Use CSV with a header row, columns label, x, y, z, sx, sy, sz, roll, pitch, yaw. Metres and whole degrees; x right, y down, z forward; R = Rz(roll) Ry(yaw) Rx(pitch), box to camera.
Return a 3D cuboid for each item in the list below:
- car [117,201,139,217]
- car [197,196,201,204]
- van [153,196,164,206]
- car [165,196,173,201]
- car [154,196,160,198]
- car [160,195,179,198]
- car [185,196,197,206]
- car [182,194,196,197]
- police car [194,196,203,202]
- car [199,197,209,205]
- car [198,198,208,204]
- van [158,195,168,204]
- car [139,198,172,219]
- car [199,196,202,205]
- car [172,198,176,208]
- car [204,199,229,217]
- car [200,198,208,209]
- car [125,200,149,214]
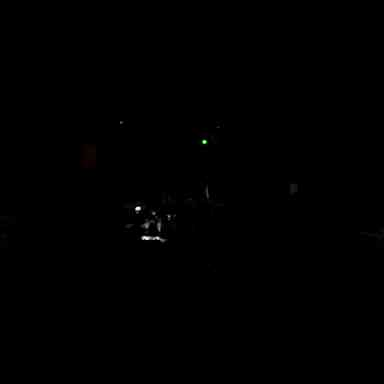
label,x,y,z,sx,sy,sz,roll,pitch,yaw
car,-5.967,1.647,31.876,2.008,1.369,4.403,0,0,-1
car,2.310,1.777,58.157,2.008,1.369,4.403,0,0,-1
van,-6.254,1.563,62.265,1.690,1.788,3.998,0,0,-1
car,-6.562,1.914,94.743,1.887,1.381,4.507,0,0,-1
car,-6.152,1.742,51.438,1.947,1.339,4.313,0,0,-1
car,-3.470,1.658,50.955,1.882,1.535,5.008,0,0,-1
car,-0.381,1.833,61.230,1.895,1.301,4.718,0,0,-1
car,-0.570,1.799,71.158,2.128,1.511,4.902,0,0,-1
police car,1.651,1.774,86.135,1.930,1.638,5.238,0,0,-1
car,2.258,1.775,63.616,1.752,1.417,4.829,0,0,-1
car,2.210,1.838,68.735,1.947,1.339,4.313,0,0,-1
van,-6.357,1.610,73.092,1.690,1.788,3.998,0,0,-1
car,-3.294,1.591,30.866,2.128,1.511,4.902,0,0,-1
car,2.403,1.735,48.285,2.008,1.369,4.403,0,0,-1
car,-3.387,1.740,40.773,1.895,1.301,4.718,0,0,-1
car,2.558,1.669,31.953,2.008,1.369,4.403,0,0,-1
car,2.454,1.707,42.842,1.887,1.381,4.507,0,0,-1
car,-6.014,1.667,36.868,2.008,1.369,4.403,0,0,-1
